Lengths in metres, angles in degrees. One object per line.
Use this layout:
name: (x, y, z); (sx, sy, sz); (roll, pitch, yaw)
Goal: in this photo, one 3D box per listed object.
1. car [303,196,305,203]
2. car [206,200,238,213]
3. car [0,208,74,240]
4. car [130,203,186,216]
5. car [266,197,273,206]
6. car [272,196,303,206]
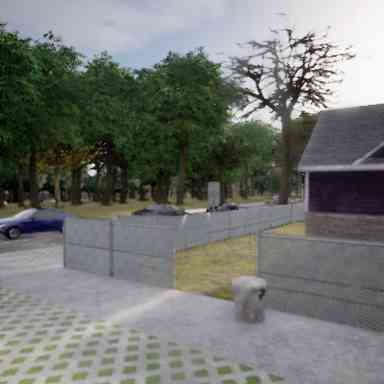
car: (17.899, 1.255, 51.060); (1.994, 1.385, 4.181); (1, 2, 35)
car: (3.236, 1.542, 35.241); (1.994, 1.385, 4.181); (1, 2, 35)
car: (-8.680, 1.653, 18.387); (1.812, 1.442, 4.674); (1, 1, 35)
car: (-2.624, 1.644, 26.965); (2.033, 1.411, 5.357); (1, 1, 35)
car: (12.286, 1.261, 47.883); (1.812, 1.442, 4.674); (1, 2, 35)
car: (12.518, 1.406, 43.348); (1.994, 1.385, 4.181); (1, 2, 35)
